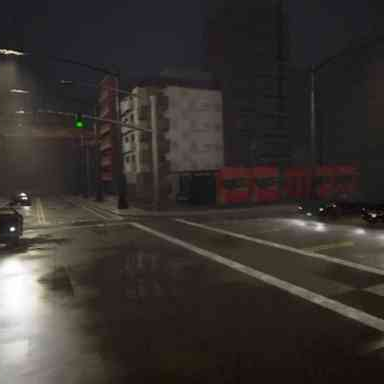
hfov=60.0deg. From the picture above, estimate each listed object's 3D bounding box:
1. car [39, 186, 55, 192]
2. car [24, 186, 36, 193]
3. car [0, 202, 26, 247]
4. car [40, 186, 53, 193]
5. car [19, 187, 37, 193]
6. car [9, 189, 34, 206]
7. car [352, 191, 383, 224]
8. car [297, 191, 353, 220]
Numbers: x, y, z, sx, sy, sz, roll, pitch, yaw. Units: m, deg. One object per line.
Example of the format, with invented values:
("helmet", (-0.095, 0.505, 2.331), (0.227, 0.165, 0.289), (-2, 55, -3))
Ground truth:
("car", (-34.656, -0.704, 79.580), (4.536, 1.218, 1.853), (0, 3, 45))
("car", (-38.506, -0.369, 78.060), (2.038, 1.542, 4.974), (-2, 2, 0))
("car", (-7.651, 1.319, 12.909), (1.895, 1.301, 4.718), (-3, 2, -25))
("car", (-34.614, -0.546, 79.550), (4.974, 1.542, 2.038), (0, 3, 45))
("car", (-38.512, -0.528, 78.106), (1.853, 1.218, 4.536), (-2, 2, 0))
("car", (-18.097, 0.726, 35.077), (2.033, 1.411, 5.357), (-3, 2, -25))
("car", (9.971, 0.691, 15.233), (4.892, 1.490, 1.837), (-2, 2, -25))
("car", (8.340, 0.660, 18.366), (5.357, 1.411, 2.033), (-2, 2, -28))
